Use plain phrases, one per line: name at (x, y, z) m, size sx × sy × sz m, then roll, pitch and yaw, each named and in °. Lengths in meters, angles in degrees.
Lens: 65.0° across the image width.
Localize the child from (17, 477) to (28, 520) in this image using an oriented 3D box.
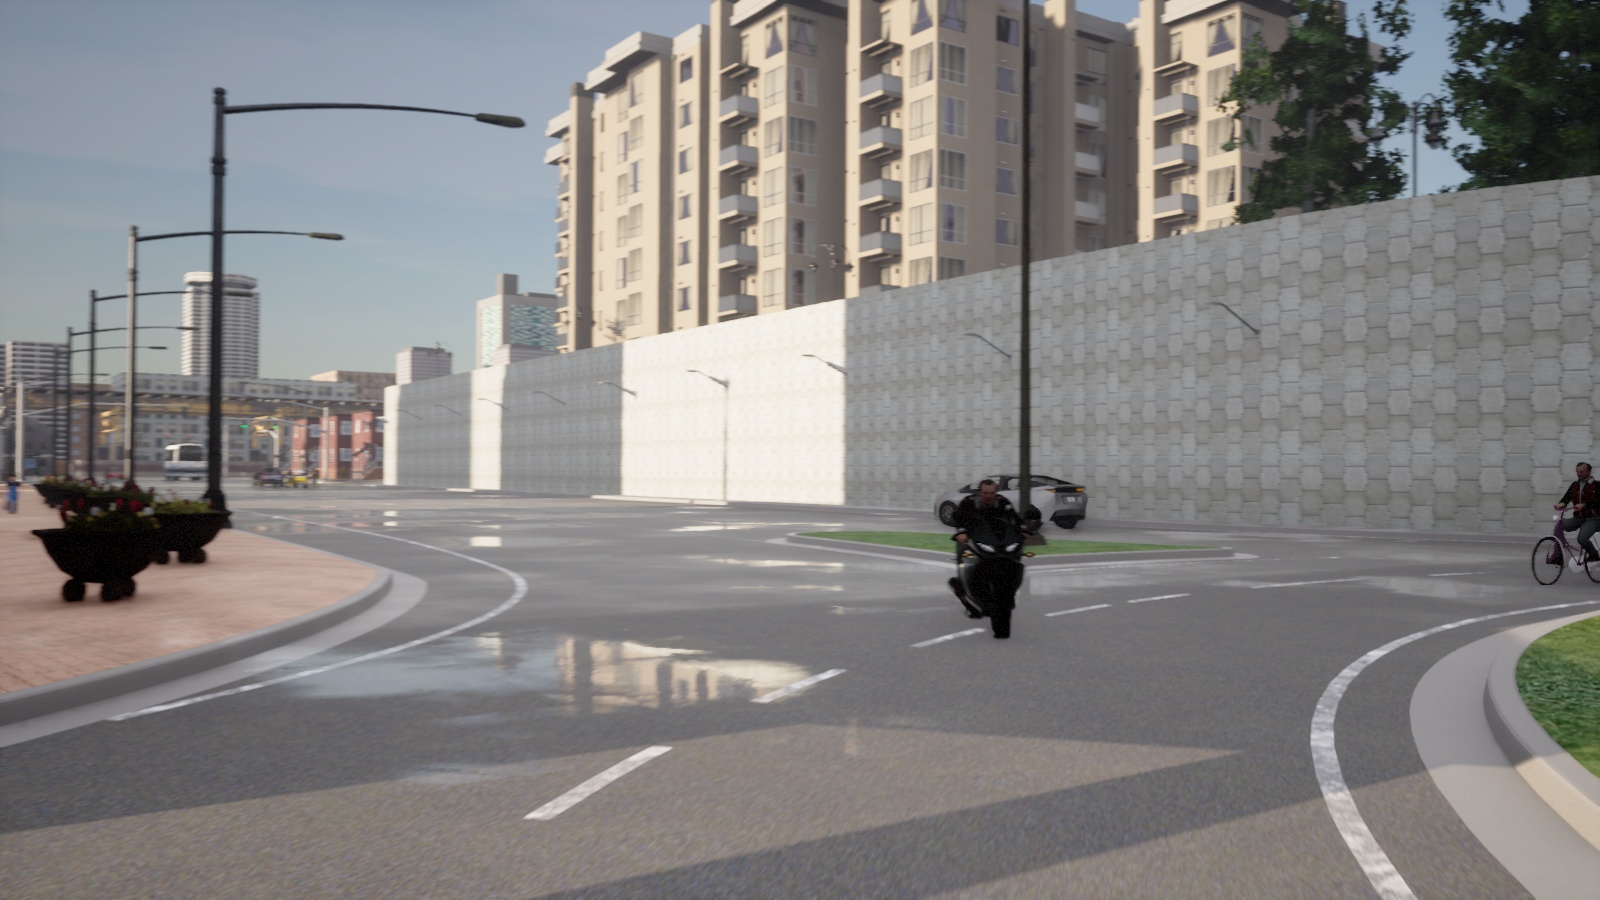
child at (-23.436, 1.459, 37.838) m, size 0.270 × 1.263 × 0.437 m, roll 0°, pitch -1°, yaw -32°

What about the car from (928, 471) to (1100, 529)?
car at (5.918, 1.342, 35.166) m, size 2.007 × 1.525 × 4.514 m, roll 1°, pitch -1°, yaw -41°

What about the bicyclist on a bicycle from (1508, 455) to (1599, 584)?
bicyclist on a bicycle at (11.049, 0.966, 17.933) m, size 1.843 × 1.776 × 0.659 m, roll 1°, pitch 0°, yaw -24°

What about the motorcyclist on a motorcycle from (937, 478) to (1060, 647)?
motorcyclist on a motorcycle at (1.948, 1.059, 12.656) m, size 0.866 × 1.530 × 2.191 m, roll -1°, pitch -1°, yaw 0°

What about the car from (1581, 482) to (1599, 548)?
car at (18.407, 1.299, 24.856) m, size 4.718 × 1.301 × 1.895 m, roll 0°, pitch -1°, yaw 22°
